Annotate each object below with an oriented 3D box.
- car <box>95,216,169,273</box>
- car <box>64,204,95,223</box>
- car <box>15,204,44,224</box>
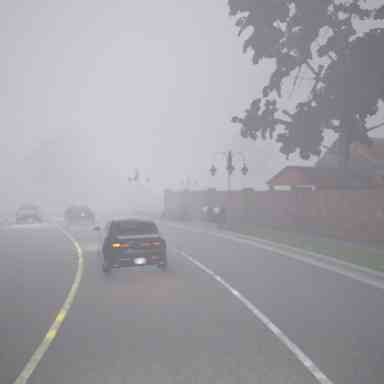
[{"bbox_3d":[-2.088,1.549,10.986,1.837,1.490,4.892,0,0,-18],"label":"car"},{"bbox_3d":[-9.205,1.696,27.067,1.994,1.385,4.181,0,0,-26],"label":"car"},{"bbox_3d":[-13.251,1.710,27.136,2.033,1.411,5.357,0,0,-26],"label":"car"}]
